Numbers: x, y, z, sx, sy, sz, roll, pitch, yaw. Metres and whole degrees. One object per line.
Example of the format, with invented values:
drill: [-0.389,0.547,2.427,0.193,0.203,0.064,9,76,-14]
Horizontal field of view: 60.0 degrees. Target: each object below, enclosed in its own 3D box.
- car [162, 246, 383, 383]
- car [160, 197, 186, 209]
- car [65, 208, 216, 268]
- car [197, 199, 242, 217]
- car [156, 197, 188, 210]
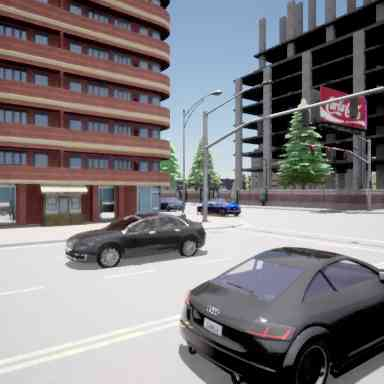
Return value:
car: [1.880,1.564,5.103,4.181,1.385,1.994,0,0,-35]
car: [-2.754,1.564,38.743,1.994,1.385,4.181,0,0,-37]
car: [-1.738,1.505,11.355,4.892,1.490,1.837,0,0,-36]
car: [2.522,1.601,31.443,1.895,1.301,4.718,0,0,-35]
car: [-2.738,1.478,44.717,1.882,1.535,5.008,0,0,-36]
